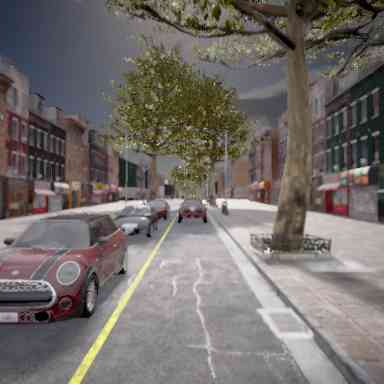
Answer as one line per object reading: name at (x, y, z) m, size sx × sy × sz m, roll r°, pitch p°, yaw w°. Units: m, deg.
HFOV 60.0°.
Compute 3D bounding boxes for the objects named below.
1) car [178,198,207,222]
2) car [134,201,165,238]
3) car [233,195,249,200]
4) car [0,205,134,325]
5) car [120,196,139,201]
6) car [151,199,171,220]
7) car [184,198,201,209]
car at (0.057, 1.261, 25.604) m, size 2.097 × 1.767 × 4.553 m, roll 0°, pitch 0°, yaw 0°
car at (-2.806, 1.427, 17.405) m, size 2.128 × 1.511 × 4.902 m, roll 0°, pitch 0°, yaw 0°
car at (12.157, 1.239, 79.335) m, size 4.829 × 1.417 × 1.752 m, roll -1°, pitch -1°, yaw 0°
car at (-2.819, 1.323, 7.368) m, size 2.097 × 1.767 × 4.553 m, roll 0°, pitch 0°, yaw 0°
car at (-14.856, 1.556, 79.151) m, size 4.507 × 1.381 × 1.887 m, roll -1°, pitch -1°, yaw 0°
car at (-2.787, 1.384, 26.833) m, size 1.882 × 1.535 × 5.008 m, roll 0°, pitch 0°, yaw 1°
car at (0.084, 1.444, 42.823) m, size 1.994 × 1.385 × 4.181 m, roll 0°, pitch 0°, yaw 0°
